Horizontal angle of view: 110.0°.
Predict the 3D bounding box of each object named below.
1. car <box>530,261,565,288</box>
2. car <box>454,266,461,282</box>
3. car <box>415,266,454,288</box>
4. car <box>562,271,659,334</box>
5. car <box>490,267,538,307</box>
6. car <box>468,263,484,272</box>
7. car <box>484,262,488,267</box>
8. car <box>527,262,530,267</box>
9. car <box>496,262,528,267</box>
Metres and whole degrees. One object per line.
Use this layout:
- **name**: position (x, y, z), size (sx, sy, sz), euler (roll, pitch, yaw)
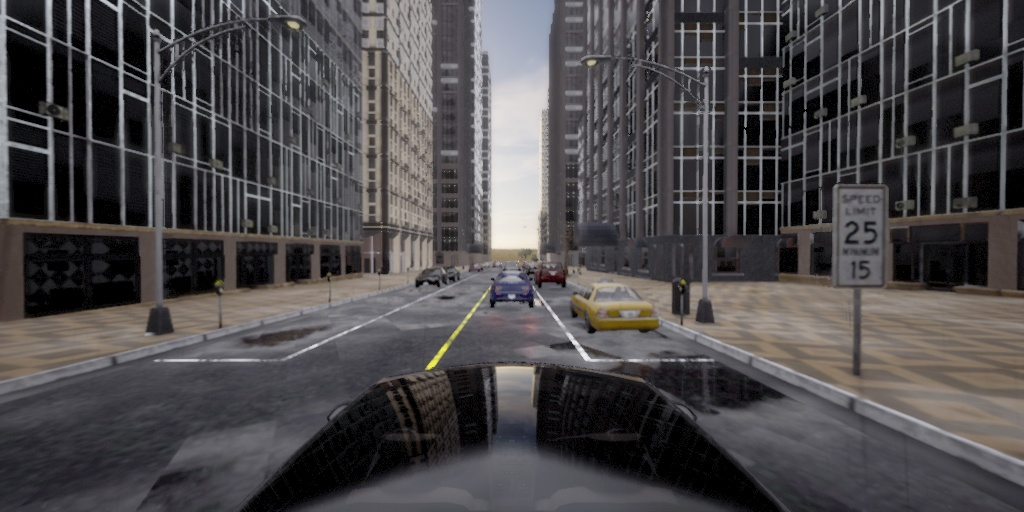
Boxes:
- **car**: position (2.723, 1.284, 25.923), size (2.192, 1.841, 5.009), euler (0, 0, 0)
- **car**: position (-5.667, 1.589, 32.144), size (1.948, 1.339, 4.313), euler (0, 0, 0)
- **car**: position (-5.835, 1.540, 26.469), size (1.948, 1.339, 4.313), euler (0, 0, 0)
- **car**: position (2.819, 1.358, 10.842), size (1.751, 1.417, 4.829), euler (0, 0, 0)
- **car**: position (0.001, 1.408, 16.174), size (1.812, 1.442, 4.674), euler (0, 0, 0)
- **car**: position (-5.675, 1.801, 54.838), size (1.802, 1.307, 4.207), euler (0, 0, 0)
- **car**: position (-5.677, 1.832, 60.511), size (1.948, 1.339, 4.313), euler (0, 0, 0)
- **car**: position (2.677, 1.687, 43.432), size (1.948, 1.339, 4.313), euler (0, 0, 0)
- **car**: position (-0.006, 1.507, 31.073), size (2.128, 1.511, 4.902), euler (0, 0, 0)
